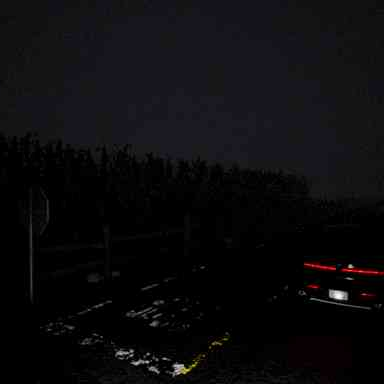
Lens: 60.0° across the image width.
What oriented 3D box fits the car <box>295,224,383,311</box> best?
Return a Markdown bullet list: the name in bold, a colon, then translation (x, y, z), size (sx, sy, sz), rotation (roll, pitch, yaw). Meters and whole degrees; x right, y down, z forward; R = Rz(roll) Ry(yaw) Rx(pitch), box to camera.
- **car**: translation (3.804, 1.498, 7.676), size (1.837, 1.490, 4.892), rotation (0, 0, 33)
